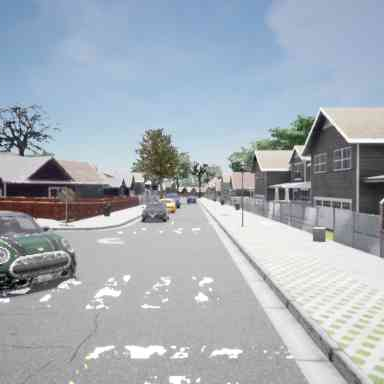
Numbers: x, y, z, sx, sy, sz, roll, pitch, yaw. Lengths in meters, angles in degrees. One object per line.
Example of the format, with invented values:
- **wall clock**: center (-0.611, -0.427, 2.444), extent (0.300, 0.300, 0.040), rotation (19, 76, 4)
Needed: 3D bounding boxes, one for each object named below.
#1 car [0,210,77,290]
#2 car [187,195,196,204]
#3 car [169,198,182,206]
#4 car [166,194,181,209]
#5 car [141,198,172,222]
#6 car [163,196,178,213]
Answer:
- **car**: center (-5.102, 1.329, 8.948), extent (4.553, 1.767, 2.097), rotation (1, 1, 38)
- **car**: center (-0.050, 1.597, 68.218), extent (1.882, 1.535, 5.008), rotation (0, 0, 0)
- **car**: center (-2.839, 1.682, 57.782), extent (1.895, 1.301, 4.718), rotation (0, 0, 1)
- **car**: center (-2.867, 1.275, 47.651), extent (2.150, 2.045, 5.566), rotation (0, 0, 0)
- **car**: center (-2.862, 1.516, 26.603), extent (1.837, 1.490, 4.892), rotation (0, 0, 0)
- **car**: center (-2.871, 1.507, 37.057), extent (1.882, 1.535, 5.008), rotation (0, 0, 0)
